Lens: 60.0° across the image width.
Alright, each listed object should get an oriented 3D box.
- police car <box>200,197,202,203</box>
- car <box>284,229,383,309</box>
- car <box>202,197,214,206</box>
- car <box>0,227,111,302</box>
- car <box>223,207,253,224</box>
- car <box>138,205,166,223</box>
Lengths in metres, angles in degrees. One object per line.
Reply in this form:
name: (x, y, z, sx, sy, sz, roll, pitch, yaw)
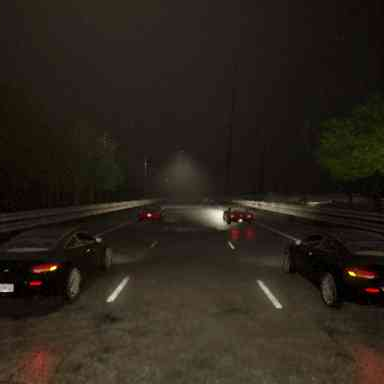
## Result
police car: (3.530, 2.268, 80.709, 2.038, 1.542, 4.974, 0, -1, 0)
car: (3.601, 1.604, 7.928, 1.812, 1.442, 4.674, 0, -1, 0)
car: (3.525, 2.168, 69.709, 1.837, 1.490, 4.892, 0, -1, 0)
car: (-3.398, 1.608, 8.376, 1.812, 1.442, 4.674, 0, -1, 0)
car: (3.609, 1.859, 26.914, 1.895, 1.301, 4.718, 0, -1, 0)
car: (-3.393, 1.837, 28.532, 1.994, 1.385, 4.181, 0, -1, 0)
